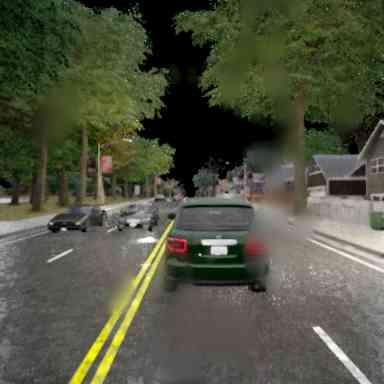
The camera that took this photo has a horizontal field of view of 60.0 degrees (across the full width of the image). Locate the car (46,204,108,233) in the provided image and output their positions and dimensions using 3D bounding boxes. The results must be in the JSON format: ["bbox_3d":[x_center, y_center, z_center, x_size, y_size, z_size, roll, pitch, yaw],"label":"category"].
[{"bbox_3d":[-6.185,1.411,18.707,2.033,1.411,5.357,0,0,0],"label":"car"}]

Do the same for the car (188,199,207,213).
[{"bbox_3d":[0.533,1.386,34.352,1.895,1.301,4.718,0,0,0],"label":"car"}]

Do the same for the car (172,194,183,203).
[{"bbox_3d":[-2.778,1.247,64.007,1.837,1.490,4.892,0,0,0],"label":"car"}]

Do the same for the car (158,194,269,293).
[{"bbox_3d":[0.501,1.154,8.832,2.150,2.045,5.566,0,0,0],"label":"car"}]

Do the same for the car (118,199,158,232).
[{"bbox_3d":[-2.935,1.354,19.031,2.128,1.511,4.902,0,0,0],"label":"car"}]

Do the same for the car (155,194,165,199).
[{"bbox_3d":[-6.029,1.191,63.992,1.882,1.535,5.008,0,0,0],"label":"car"}]
